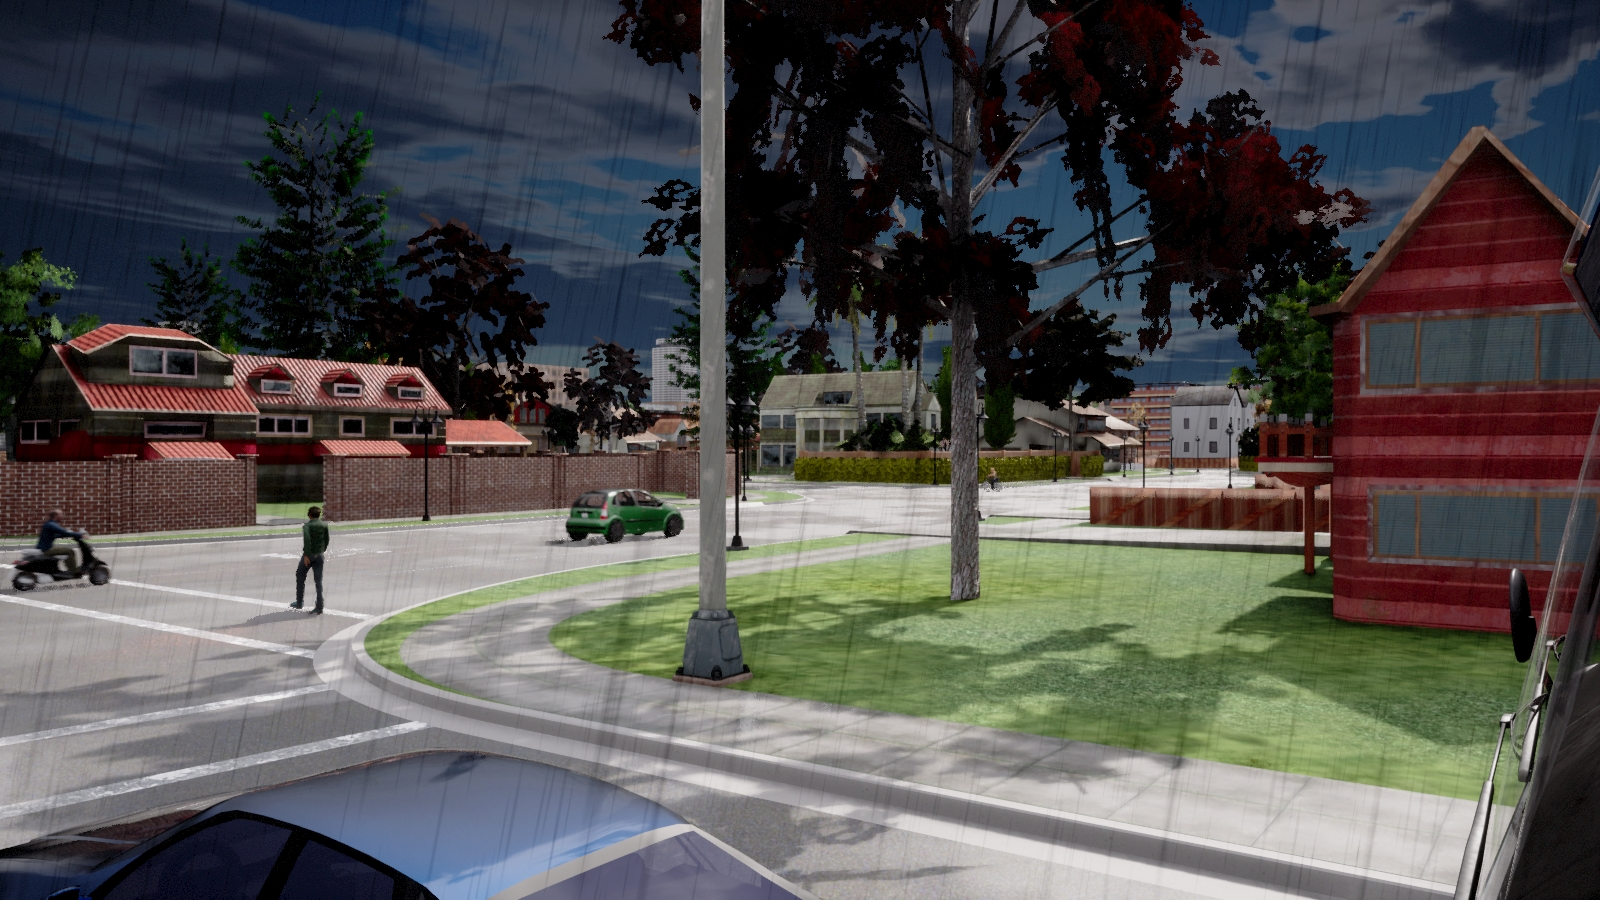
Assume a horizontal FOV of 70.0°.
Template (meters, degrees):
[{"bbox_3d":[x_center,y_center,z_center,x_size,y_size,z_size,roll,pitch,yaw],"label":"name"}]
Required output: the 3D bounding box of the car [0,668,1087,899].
[{"bbox_3d":[-1.713,2.106,4.943,5.357,1.411,2.033,0,0,36],"label":"car"}]

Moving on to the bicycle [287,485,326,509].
[{"bbox_3d":[-23.587,2.256,54.594,0.859,1.080,1.487,0,0,34],"label":"bicycle"}]

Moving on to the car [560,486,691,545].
[{"bbox_3d":[-5.418,1.999,35.863,1.851,1.617,3.988,0,0,34],"label":"car"}]

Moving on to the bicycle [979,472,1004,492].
[{"bbox_3d":[12.565,2.075,74.983,1.487,1.301,0.859,0,-2,-8],"label":"bicycle"}]

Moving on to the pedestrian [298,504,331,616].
[{"bbox_3d":[-8.216,1.848,19.352,0.375,1.860,0.375,0,0,35],"label":"pedestrian"}]

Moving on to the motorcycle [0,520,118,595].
[{"bbox_3d":[-14.807,2.124,22.869,0.856,1.341,1.805,-1,-1,41],"label":"motorcycle"}]
